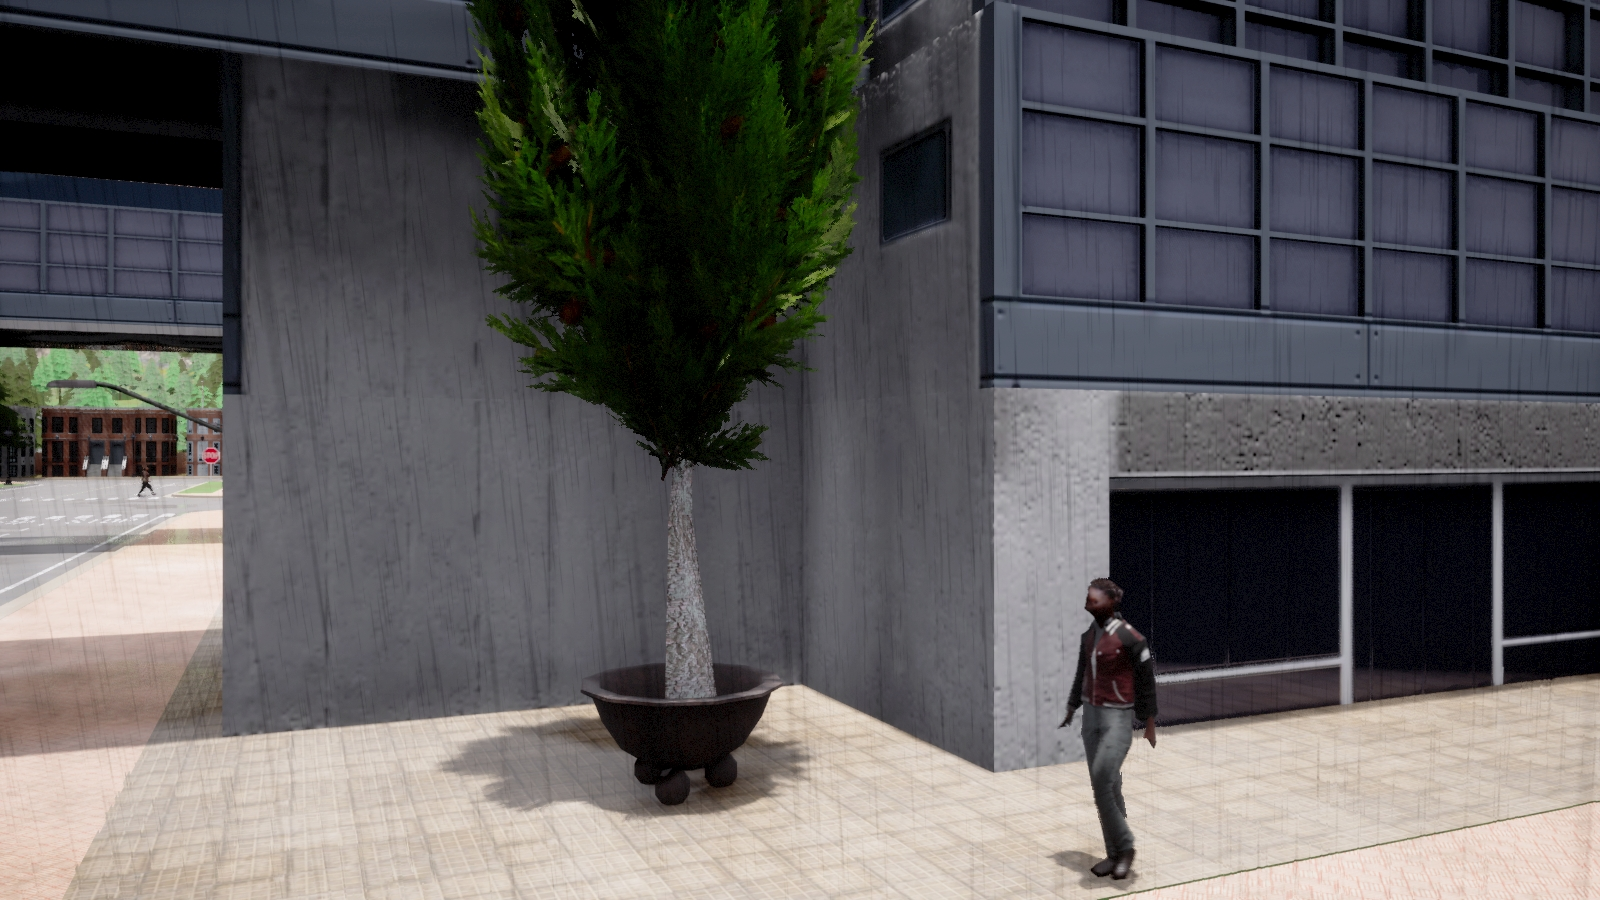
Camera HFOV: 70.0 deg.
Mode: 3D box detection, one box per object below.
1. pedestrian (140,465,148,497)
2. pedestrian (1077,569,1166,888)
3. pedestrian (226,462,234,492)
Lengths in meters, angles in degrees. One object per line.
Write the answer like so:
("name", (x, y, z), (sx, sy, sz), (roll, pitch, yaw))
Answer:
("pedestrian", (-38.415, 1.837, 66.947), (0.375, 1.860, 0.375), (0, 0, -23))
("pedestrian", (1.999, 1.698, 7.114), (0.375, 1.860, 0.375), (0, 0, -29))
("pedestrian", (-35.265, 1.684, 70.651), (0.375, 1.860, 0.375), (0, 0, -42))
